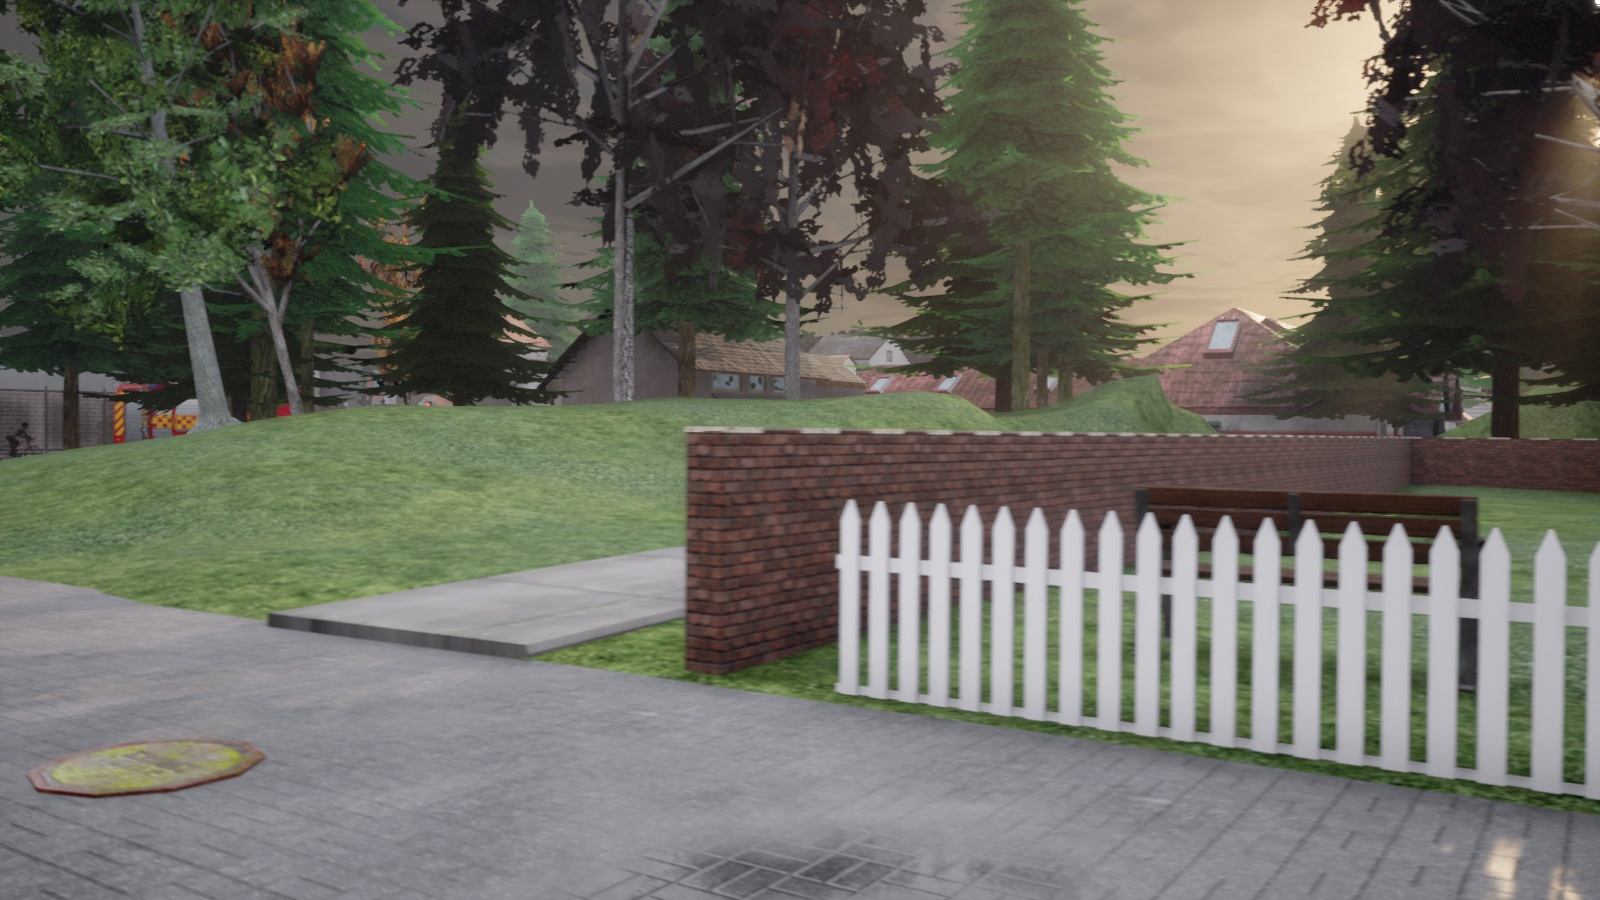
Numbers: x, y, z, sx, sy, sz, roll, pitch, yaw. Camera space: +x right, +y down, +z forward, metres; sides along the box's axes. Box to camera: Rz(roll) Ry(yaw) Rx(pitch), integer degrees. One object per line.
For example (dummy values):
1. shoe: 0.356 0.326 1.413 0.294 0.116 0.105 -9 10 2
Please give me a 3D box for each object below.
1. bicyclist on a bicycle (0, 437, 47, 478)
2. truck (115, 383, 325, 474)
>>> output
1. bicyclist on a bicycle: -31.178 0.281 50.271 0.582 1.620 1.656 0 1 34
2. truck: -26.348 -0.980 57.530 2.891 3.827 8.468 0 1 32
